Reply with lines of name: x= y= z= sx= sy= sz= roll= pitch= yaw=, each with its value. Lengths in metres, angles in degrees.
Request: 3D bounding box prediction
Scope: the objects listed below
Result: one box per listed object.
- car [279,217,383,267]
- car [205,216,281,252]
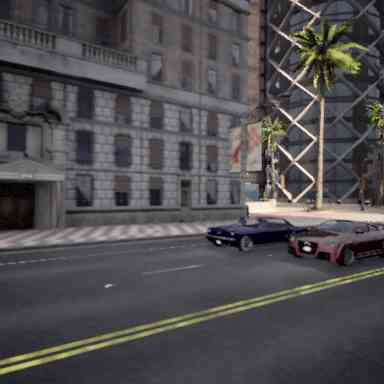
car: x=5.419 y=1.694 z=12.023 sx=4.181 sy=1.385 sz=1.994 roll=1 pitch=0 yaw=-34
car: x=2.900 y=1.724 z=14.542 sx=4.718 sy=1.301 sz=1.895 roll=1 pitch=0 yaw=-34
